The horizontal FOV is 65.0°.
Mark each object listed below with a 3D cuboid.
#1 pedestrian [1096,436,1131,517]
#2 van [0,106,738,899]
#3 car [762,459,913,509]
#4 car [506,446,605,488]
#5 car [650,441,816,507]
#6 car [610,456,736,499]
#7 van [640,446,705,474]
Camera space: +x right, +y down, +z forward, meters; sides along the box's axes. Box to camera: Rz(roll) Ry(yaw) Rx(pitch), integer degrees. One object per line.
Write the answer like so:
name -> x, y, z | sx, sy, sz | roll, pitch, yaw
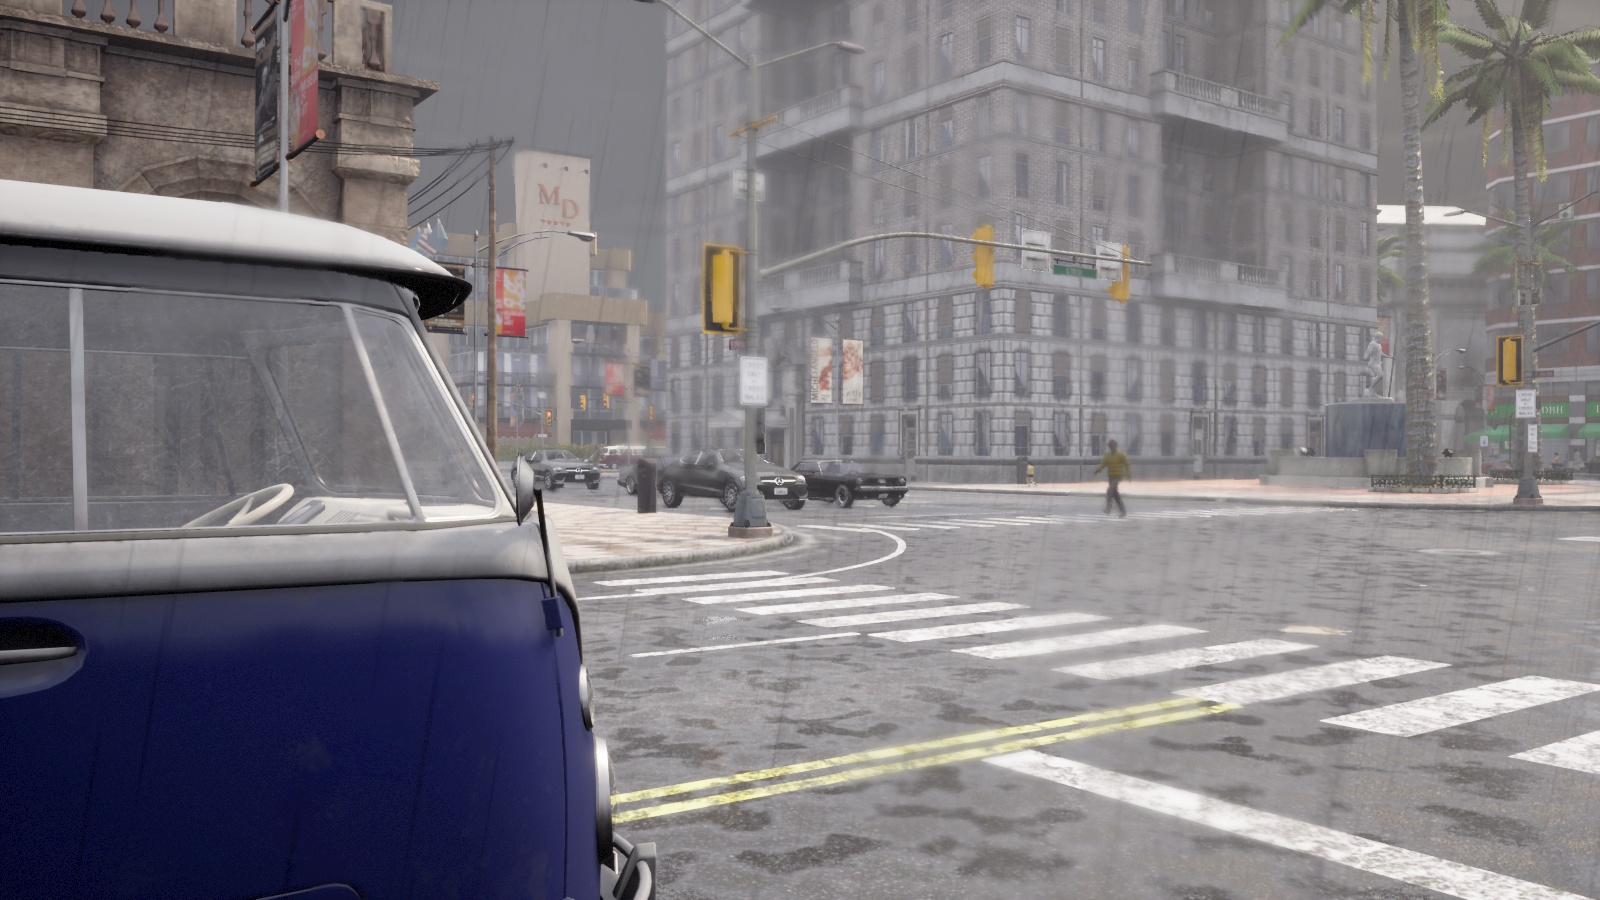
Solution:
pedestrian -> 7.218, 0.606, 28.943 | 0.709, 1.840, 0.431 | 0, 0, -37
van -> -2.452, 0.508, 1.947 | 4.442, 1.987, 1.775 | 0, 0, -35
car -> 0.999, 0.931, 36.006 | 1.895, 1.301, 4.718 | 0, 0, -35
car -> -10.185, 0.672, 51.933 | 2.152, 1.651, 5.027 | 0, 0, -35
car -> -1.910, 0.611, 34.029 | 2.152, 1.651, 5.027 | 0, 0, -35
car -> -4.522, 0.909, 43.887 | 2.033, 1.411, 5.357 | 0, 0, -35
van -> -9.373, 0.744, 92.422 | 4.442, 1.987, 1.775 | 0, 0, -36
